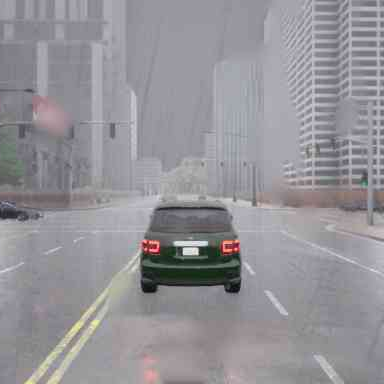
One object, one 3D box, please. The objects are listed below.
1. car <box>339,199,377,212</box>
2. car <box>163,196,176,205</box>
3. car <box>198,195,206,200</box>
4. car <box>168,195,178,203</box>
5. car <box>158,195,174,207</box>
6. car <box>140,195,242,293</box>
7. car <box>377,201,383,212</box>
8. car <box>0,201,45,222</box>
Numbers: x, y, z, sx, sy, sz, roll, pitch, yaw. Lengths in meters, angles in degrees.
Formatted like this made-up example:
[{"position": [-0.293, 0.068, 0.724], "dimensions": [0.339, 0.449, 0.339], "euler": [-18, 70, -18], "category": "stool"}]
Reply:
[{"position": [19.463, 1.547, 37.359], "dimensions": [5.357, 1.411, 2.033], "euler": [0, 0, -1], "category": "car"}, {"position": [-4.086, 1.547, 61.872], "dimensions": [2.033, 1.411, 5.357], "euler": [0, 0, 0], "category": "car"}, {"position": [2.731, 1.500, 90.601], "dimensions": [1.837, 1.490, 4.892], "euler": [0, 0, 0], "category": "car"}, {"position": [-4.110, 1.500, 72.176], "dimensions": [1.837, 1.490, 4.892], "euler": [0, 0, 0], "category": "car"}, {"position": [-4.030, 1.352, 52.249], "dimensions": [2.097, 1.767, 4.553], "euler": [0, 0, 0], "category": "car"}, {"position": [-0.021, 1.221, 8.991], "dimensions": [2.150, 2.045, 5.566], "euler": [0, 0, 0], "category": "car"}, {"position": [22.132, 1.478, 33.894], "dimensions": [5.008, 1.535, 1.882], "euler": [0, 0, -1], "category": "car"}, {"position": [-13.901, 1.492, 25.658], "dimensions": [4.902, 1.511, 2.128], "euler": [0, 0, 8], "category": "car"}]
